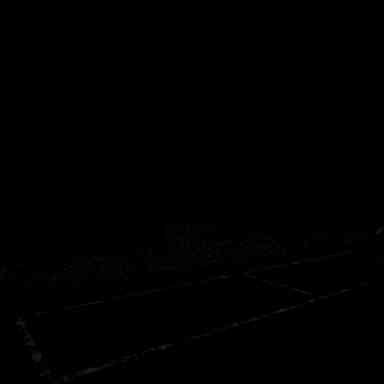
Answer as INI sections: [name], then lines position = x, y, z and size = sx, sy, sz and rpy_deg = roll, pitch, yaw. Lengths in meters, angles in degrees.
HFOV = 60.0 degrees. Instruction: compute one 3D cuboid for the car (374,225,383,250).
[car]
position = 8.861, 1.437, 12.956
size = 4.097, 1.590, 1.967
rpy_deg = 0, -1, -35
